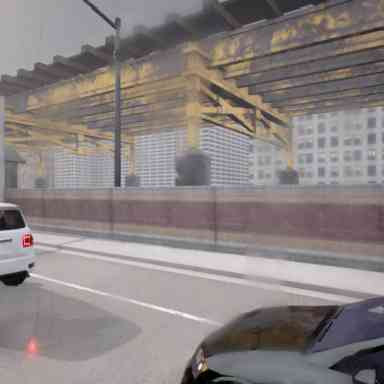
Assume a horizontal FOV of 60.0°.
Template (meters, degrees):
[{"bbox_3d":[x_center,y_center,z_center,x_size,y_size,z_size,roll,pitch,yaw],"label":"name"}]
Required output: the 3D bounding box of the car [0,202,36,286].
[{"bbox_3d":[-6.155,1.246,8.291,5.566,2.045,2.150,0,0,36],"label":"car"}]

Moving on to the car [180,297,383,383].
[{"bbox_3d":[1.944,1.576,2.614,4.181,1.385,1.994,0,0,35],"label":"car"}]
